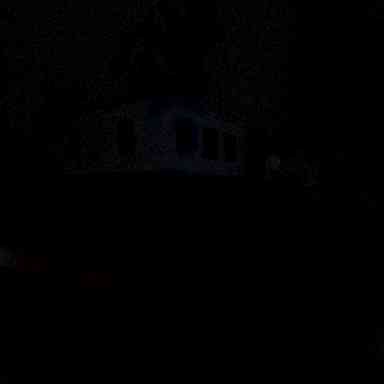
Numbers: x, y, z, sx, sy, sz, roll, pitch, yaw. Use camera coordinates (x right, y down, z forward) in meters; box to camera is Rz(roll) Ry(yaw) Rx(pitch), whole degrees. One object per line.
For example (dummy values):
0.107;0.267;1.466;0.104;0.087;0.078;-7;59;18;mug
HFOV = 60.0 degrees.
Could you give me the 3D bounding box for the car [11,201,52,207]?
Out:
-14.643;1.528;29.155;2.033;1.411;5.357;0;0;29;car
